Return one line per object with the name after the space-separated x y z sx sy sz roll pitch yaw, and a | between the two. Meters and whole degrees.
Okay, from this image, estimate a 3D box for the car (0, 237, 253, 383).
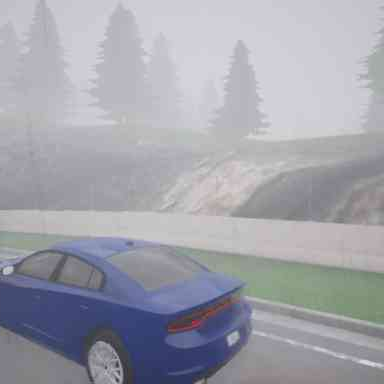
-1.553 1.450 5.137 5.008 1.535 1.882 1 0 35 | car
